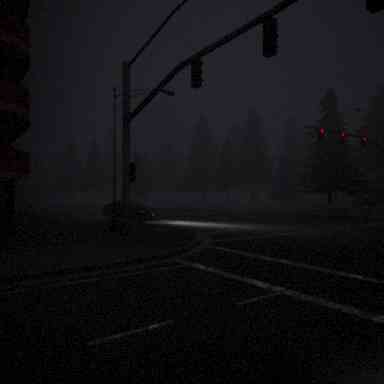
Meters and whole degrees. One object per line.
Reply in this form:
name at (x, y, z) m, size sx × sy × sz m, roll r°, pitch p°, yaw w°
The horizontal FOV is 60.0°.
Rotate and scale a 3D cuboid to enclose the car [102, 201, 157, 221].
car at (-4.959, 1.442, 26.331) m, size 4.902 × 1.511 × 2.128 m, roll 0°, pitch 0°, yaw 33°
